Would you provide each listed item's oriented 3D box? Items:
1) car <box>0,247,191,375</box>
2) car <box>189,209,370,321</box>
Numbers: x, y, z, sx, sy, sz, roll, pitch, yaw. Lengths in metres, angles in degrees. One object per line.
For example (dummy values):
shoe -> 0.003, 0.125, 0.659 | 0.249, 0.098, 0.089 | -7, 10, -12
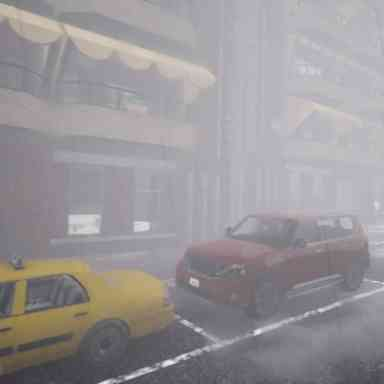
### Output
car -> -2.536, 1.535, 4.258 | 4.829, 1.417, 1.752 | 0, 1, -36
car -> 2.096, 1.357, 7.585 | 5.009, 1.841, 2.192 | 0, 1, -36
